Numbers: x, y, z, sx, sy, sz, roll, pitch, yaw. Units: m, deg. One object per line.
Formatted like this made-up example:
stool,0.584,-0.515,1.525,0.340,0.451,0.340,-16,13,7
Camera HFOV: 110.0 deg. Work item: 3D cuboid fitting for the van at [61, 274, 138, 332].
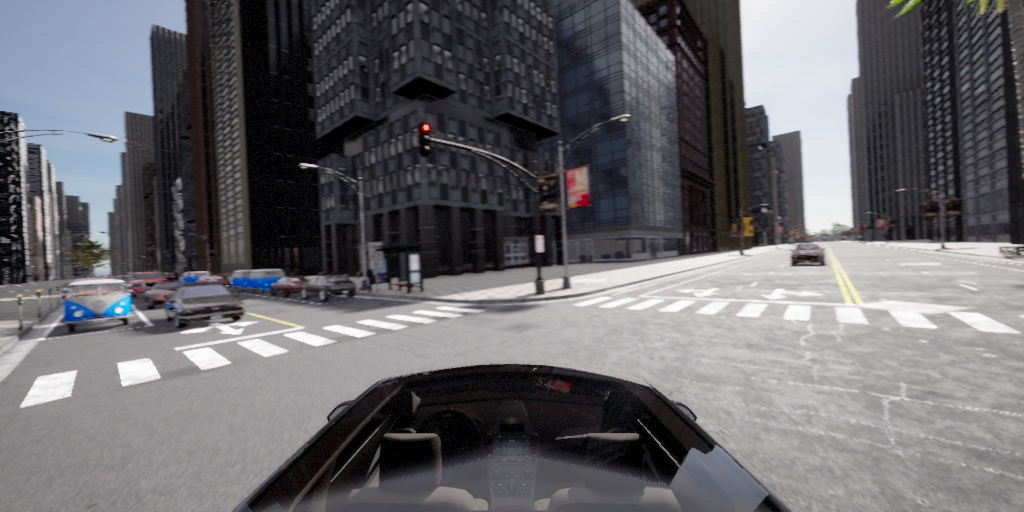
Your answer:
van,-16.007,1.804,13.939,3.998,1.789,1.690,0,0,41

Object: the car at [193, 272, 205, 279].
car,-36.105,2.934,42.722,4.207,1.307,1.802,0,0,41

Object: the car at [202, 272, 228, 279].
car,-31.824,2.737,38.997,4.207,1.307,1.802,0,0,41

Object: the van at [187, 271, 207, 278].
van,-40.386,2.889,46.447,3.998,1.789,1.690,0,0,41

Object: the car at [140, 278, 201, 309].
car,-19.798,2.188,20.747,4.181,1.385,1.994,-3,0,42

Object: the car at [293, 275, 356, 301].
car,-10.422,1.736,20.374,4.403,1.370,2.007,0,0,41

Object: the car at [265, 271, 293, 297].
car,-14.703,1.960,24.099,4.207,1.307,1.802,0,0,41

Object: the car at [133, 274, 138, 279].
car,-20.288,1.970,17.664,5.009,1.841,2.192,0,0,41

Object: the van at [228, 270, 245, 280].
van,-23.264,2.105,31.548,3.998,1.789,1.690,0,0,41

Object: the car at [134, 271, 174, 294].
car,-30.126,2.315,29.732,5.566,2.045,2.150,-3,0,41

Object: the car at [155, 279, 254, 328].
car,-12.289,1.834,14.200,5.357,1.411,2.033,-3,0,41

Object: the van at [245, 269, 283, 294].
van,-18.984,1.912,27.824,3.998,1.789,1.690,0,0,41

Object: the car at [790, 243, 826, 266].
car,23.806,-0.226,28.858,2.097,1.767,4.553,-3,0,41
